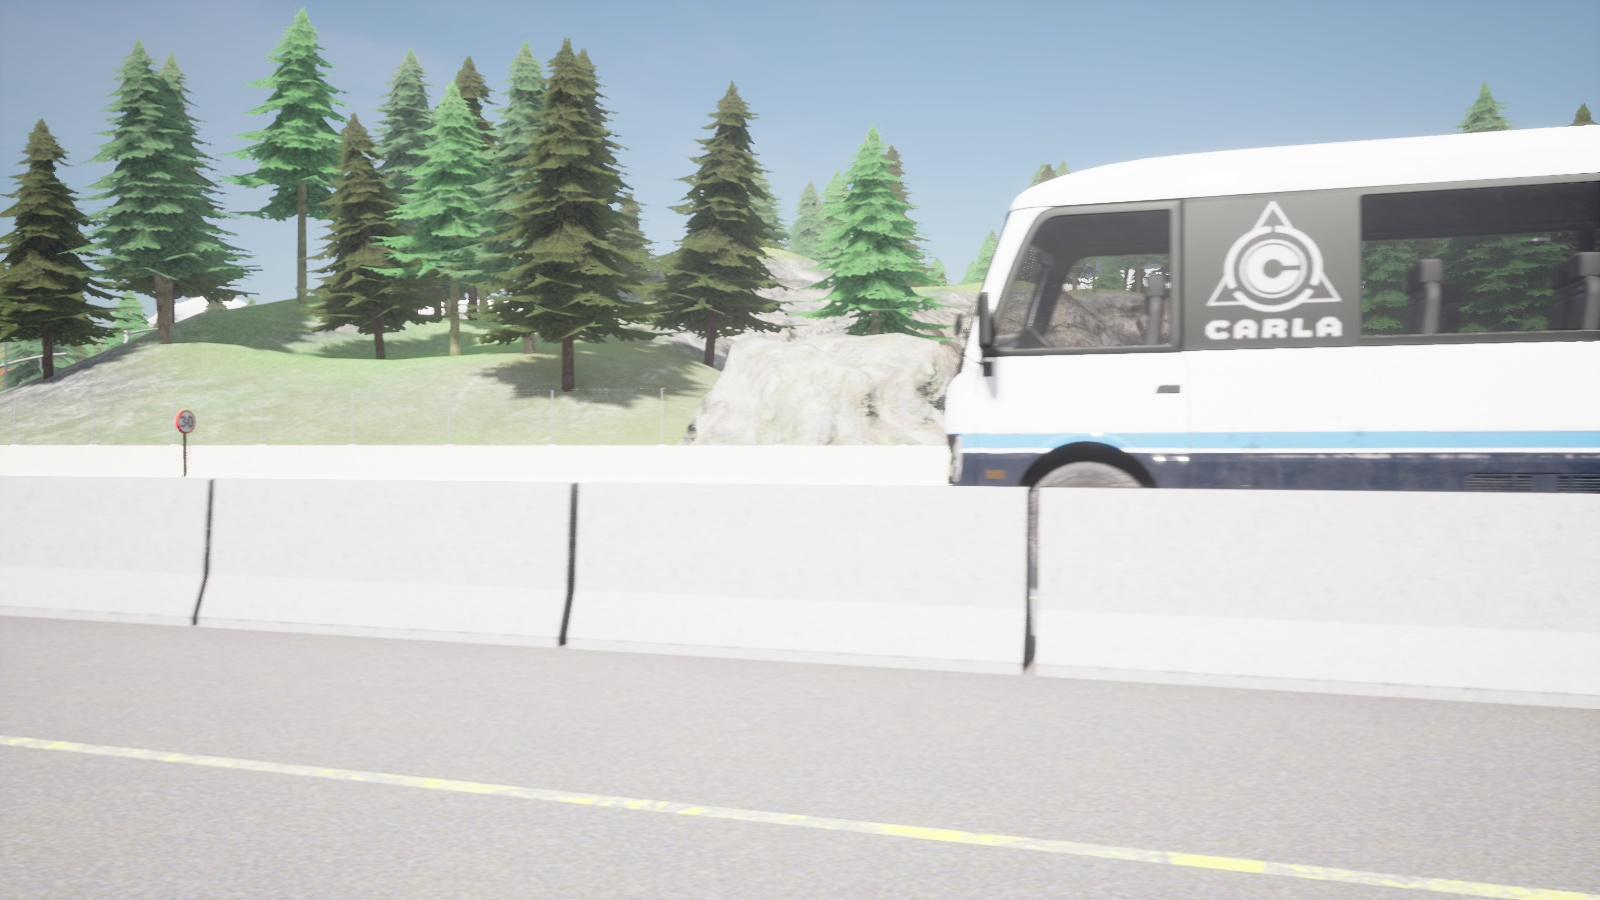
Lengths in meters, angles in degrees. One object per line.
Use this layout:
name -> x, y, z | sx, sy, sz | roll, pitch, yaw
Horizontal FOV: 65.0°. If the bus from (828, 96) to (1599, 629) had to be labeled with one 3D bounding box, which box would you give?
bus -> 5.774, -0.726, 12.307 | 10.273, 4.253, 3.944 | 0, 1, 19
